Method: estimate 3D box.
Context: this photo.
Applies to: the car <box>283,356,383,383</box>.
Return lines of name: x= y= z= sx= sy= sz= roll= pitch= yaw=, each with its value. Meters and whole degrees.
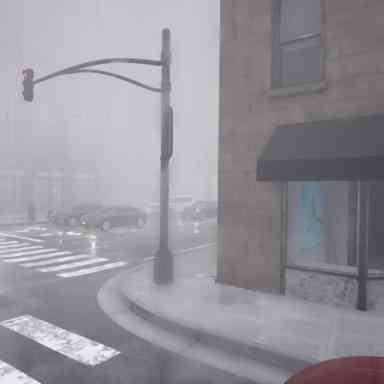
car: x=2.434 y=1.545 z=1.217 sx=4.507 sy=1.381 sz=1.887 roll=0 pitch=1 yaw=35

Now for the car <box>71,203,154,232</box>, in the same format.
car: x=-4.961 y=1.615 z=21.529 sx=1.837 sy=1.490 sz=4.892 roll=1 pitch=0 yaw=35

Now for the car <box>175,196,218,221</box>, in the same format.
car: x=0.943 y=1.550 z=29.810 sx=2.097 sy=1.767 sz=4.553 roll=1 pitch=0 yaw=36

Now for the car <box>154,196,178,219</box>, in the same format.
car: x=-1.751 y=1.372 z=31.636 sx=2.150 sy=2.045 sz=5.566 roll=1 pitch=0 yaw=35

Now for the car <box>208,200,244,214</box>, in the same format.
car: x=4.221 y=1.731 z=39.995 sx=2.128 sy=1.511 sz=4.902 roll=1 pitch=0 yaw=36

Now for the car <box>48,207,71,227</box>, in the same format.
car: x=-7.612 y=1.568 z=23.409 sx=1.837 sy=1.490 sz=4.892 roll=1 pitch=0 yaw=35
